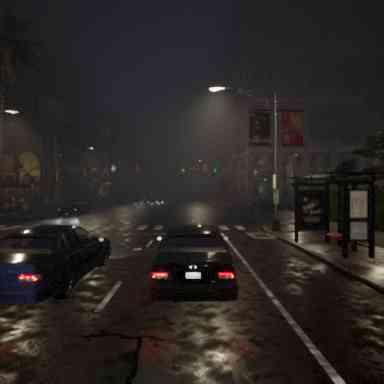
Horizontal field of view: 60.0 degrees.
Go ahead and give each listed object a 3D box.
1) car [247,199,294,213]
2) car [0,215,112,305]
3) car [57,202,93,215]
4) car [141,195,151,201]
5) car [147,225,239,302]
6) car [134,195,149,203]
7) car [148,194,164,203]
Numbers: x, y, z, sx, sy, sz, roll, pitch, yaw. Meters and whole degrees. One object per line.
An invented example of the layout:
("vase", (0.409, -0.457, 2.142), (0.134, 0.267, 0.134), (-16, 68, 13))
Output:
("car", (8.442, 1.503, 35.888), (4.892, 1.490, 1.837), (0, 1, 3))
("car", (-3.482, 1.547, 8.292), (2.033, 1.411, 5.357), (0, 0, 0))
("car", (-10.834, 1.599, 30.960), (1.895, 1.301, 4.718), (0, 0, 0))
("car", (-11.149, 1.473, 81.318), (1.882, 1.535, 5.008), (0, 0, 0))
("car", (0.018, 1.547, 8.485), (2.033, 1.411, 5.357), (0, 0, 0))
("car", (-11.067, 1.536, 70.979), (2.033, 1.411, 5.357), (0, 0, 0))
("car", (-7.565, 1.520, 70.737), (1.812, 1.442, 4.674), (0, 0, 0))
